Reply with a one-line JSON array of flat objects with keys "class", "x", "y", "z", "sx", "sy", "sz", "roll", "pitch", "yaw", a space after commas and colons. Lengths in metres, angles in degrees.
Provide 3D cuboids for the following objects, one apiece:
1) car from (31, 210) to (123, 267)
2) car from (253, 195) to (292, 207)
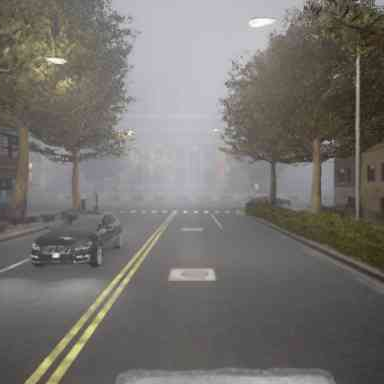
[{"class": "car", "x": -3.589, "y": 1.426, "z": 11.205, "sx": 1.837, "sy": 1.490, "sz": 4.892, "roll": 0, "pitch": 0, "yaw": 0}, {"class": "car", "x": 9.994, "y": 1.210, "z": 41.609, "sx": 4.892, "sy": 1.490, "sz": 1.837, "roll": 0, "pitch": -1, "yaw": -4}]
